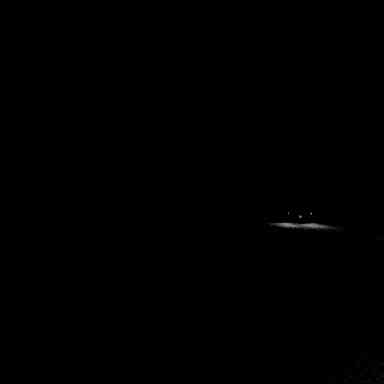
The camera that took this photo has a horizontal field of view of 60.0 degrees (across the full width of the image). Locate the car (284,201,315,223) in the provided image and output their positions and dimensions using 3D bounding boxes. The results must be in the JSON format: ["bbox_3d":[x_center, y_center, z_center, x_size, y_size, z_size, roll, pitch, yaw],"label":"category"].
[{"bbox_3d":[8.273,1.493,25.609,1.837,1.490,4.892,-2,-1,17],"label":"car"}]
